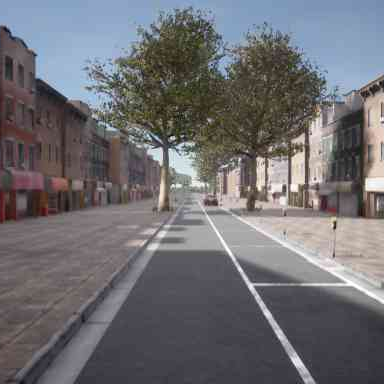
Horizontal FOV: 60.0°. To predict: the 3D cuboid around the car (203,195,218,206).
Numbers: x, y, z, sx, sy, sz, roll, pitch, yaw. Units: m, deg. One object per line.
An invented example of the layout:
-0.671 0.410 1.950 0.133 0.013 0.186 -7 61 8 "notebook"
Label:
2.750 1.199 49.880 2.097 1.767 4.553 0 0 0 "car"
